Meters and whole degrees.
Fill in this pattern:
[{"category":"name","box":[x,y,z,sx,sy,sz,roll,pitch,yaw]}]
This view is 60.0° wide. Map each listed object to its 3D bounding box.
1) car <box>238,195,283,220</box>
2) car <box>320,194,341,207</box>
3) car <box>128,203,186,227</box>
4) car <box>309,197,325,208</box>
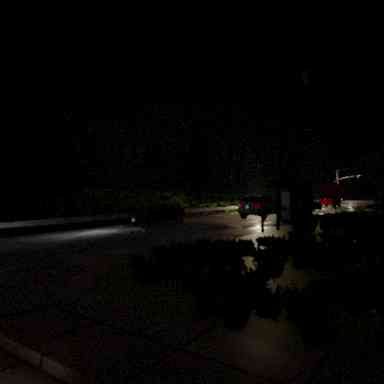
[{"category":"car","box":[6.143,1.296,29.482,2.150,2.045,5.566,0,0,37]},{"category":"car","box":[20.483,1.295,49.489,2.150,2.045,5.566,0,0,36]},{"category":"car","box":[-2.424,1.590,23.875,2.128,1.511,4.902,0,0,36]},{"category":"car","box":[14.621,1.638,41.295,1.994,1.385,4.181,0,0,36]}]
